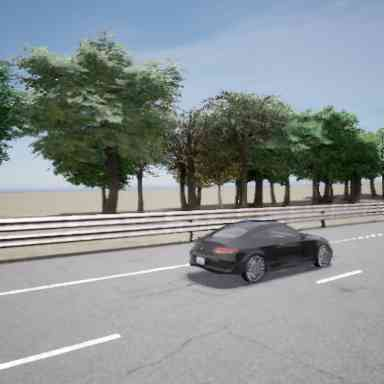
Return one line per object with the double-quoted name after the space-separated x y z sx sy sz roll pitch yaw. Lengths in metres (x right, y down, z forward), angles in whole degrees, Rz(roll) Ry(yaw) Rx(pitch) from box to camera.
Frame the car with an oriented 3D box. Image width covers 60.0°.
2.079 1.519 9.530 4.674 1.442 1.812 0 0 -35 "car"
